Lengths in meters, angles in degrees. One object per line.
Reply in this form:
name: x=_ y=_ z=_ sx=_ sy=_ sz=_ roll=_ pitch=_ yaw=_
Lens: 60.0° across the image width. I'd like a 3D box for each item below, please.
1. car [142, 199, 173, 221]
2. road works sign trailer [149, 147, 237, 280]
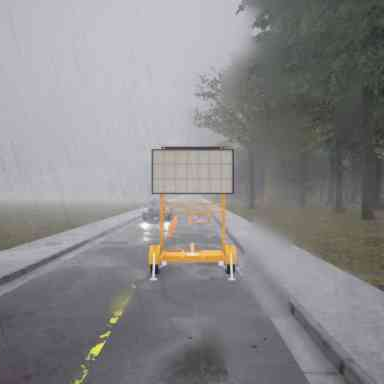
car: x=-2.701 y=1.352 z=26.827 sx=2.097 sy=1.767 sz=4.553 roll=0 pitch=0 yaw=0
road works sign trailer: x=0.019 y=0.464 z=9.873 sx=2.380 sy=3.560 sz=2.880 roll=0 pitch=0 yaw=0
